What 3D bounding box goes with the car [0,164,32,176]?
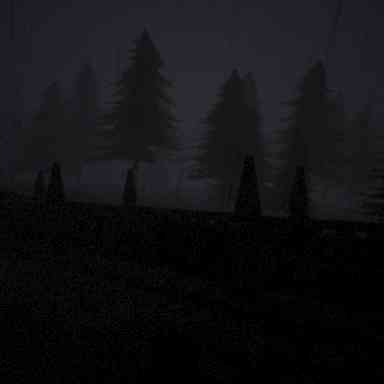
[{"bbox_3d":[-26.792,-3.208,50.079,1.882,1.535,5.008,9,5,37],"label":"car"}]
